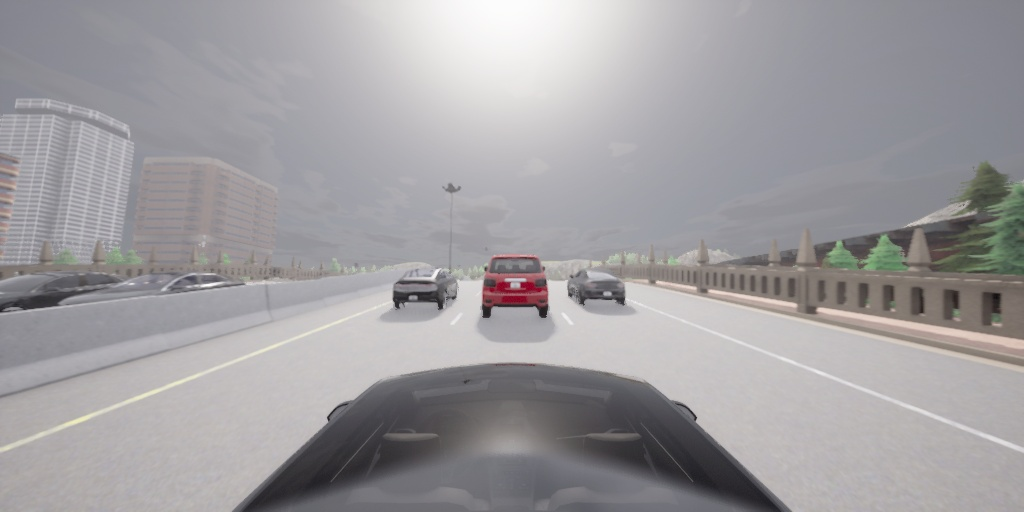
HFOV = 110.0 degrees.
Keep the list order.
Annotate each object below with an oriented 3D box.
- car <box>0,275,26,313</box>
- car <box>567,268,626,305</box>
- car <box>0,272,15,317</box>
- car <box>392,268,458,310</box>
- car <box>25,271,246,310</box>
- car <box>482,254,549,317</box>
[{"bbox_3d":[-14.096,1.248,10.961,1.837,1.490,4.892,0,0,0],"label":"car"},{"bbox_3d":[3.603,1.264,15.812,1.812,1.442,4.674,0,0,0],"label":"car"},{"bbox_3d":[-17.596,1.269,9.699,1.812,1.442,4.674,0,0,0],"label":"car"},{"bbox_3d":[-3.398,1.231,14.753,2.128,1.511,4.902,0,0,0],"label":"car"},{"bbox_3d":[-10.596,1.235,11.084,2.128,1.511,4.902,0,0,0],"label":"car"},{"bbox_3d":[0.102,0.962,13.346,2.150,2.045,5.566,0,0,0],"label":"car"}]
